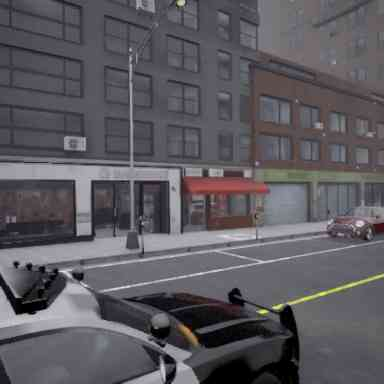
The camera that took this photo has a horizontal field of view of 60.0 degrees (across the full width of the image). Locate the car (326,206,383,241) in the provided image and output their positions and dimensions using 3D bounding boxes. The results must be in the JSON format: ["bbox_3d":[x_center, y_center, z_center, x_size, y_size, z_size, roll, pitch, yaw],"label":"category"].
[{"bbox_3d":[8.456,1.435,16.440,4.097,1.590,1.967,0,-1,-35],"label":"car"}]

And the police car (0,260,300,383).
[{"bbox_3d":[-1.161,1.425,2.605,5.238,1.638,1.930,0,0,-36],"label":"police car"}]
